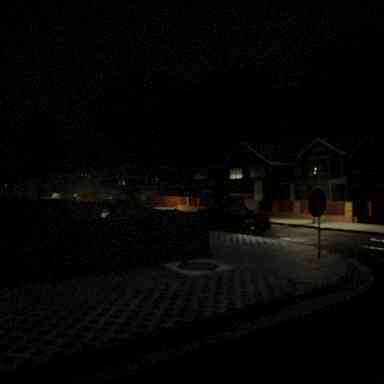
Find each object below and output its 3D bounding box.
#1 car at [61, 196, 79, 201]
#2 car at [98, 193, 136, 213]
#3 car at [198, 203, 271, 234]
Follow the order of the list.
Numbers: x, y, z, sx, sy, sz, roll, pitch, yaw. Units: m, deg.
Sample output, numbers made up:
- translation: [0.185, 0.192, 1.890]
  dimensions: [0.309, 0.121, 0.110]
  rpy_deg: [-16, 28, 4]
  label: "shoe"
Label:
- translation: [-17.477, 1.278, 47.621]
  dimensions: [1.882, 1.535, 5.008]
  rpy_deg: [0, 0, -35]
  label: "car"
- translation: [-7.674, 1.096, 33.459]
  dimensions: [2.150, 2.045, 5.566]
  rpy_deg: [0, 0, -35]
  label: "car"
- translation: [2.299, 1.433, 19.217]
  dimensions: [1.882, 1.535, 5.008]
  rpy_deg: [0, 0, -35]
  label: "car"
